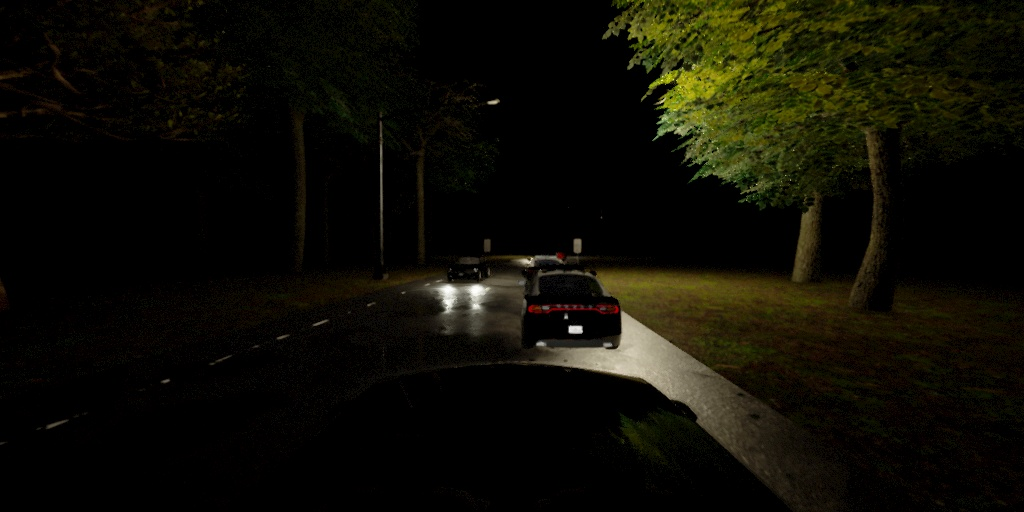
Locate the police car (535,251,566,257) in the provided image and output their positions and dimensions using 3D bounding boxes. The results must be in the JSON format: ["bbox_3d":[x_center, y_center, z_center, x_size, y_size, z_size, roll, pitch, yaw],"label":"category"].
[{"bbox_3d":[1.746,0.738,18.568,1.930,1.638,5.238,0,1,5],"label":"police car"}]

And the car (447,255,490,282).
[{"bbox_3d":[-2.554,0.691,22.113,1.882,1.535,5.008,0,1,5],"label":"car"}]

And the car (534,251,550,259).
[{"bbox_3d":[5.427,-0.133,63.790,1.895,1.301,4.718,1,1,17],"label":"car"}]

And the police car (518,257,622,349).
[{"bbox_3d":[1.177,0.987,8.711,1.930,1.638,5.238,0,1,2],"label":"police car"}]
